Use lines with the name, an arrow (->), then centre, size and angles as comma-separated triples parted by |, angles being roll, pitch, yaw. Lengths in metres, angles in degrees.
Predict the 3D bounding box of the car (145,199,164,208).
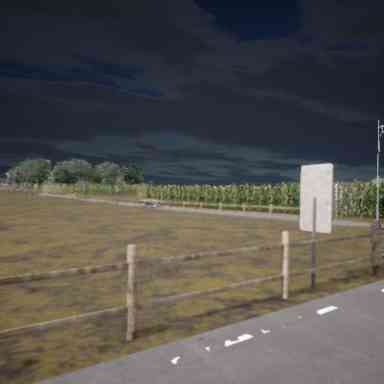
car -> -6.489, 1.858, 55.623 | 1.812, 1.442, 4.674 | 3, -1, -35
